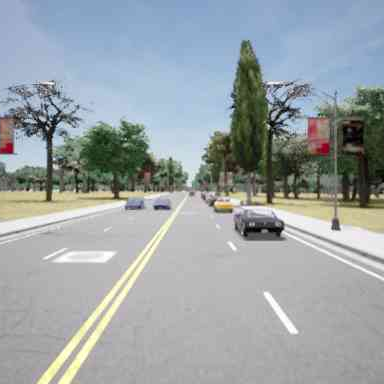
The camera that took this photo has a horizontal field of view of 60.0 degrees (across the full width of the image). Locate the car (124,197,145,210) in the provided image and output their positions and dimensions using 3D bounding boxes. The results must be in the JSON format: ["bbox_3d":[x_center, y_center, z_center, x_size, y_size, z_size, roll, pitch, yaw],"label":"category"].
[{"bbox_3d":[-6.587,1.303,38.851,1.812,1.442,4.674,0,0,0],"label":"car"}]

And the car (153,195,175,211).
[{"bbox_3d":[-3.343,1.328,38.279,2.033,1.411,5.357,0,0,0],"label":"car"}]

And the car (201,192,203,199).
[{"bbox_3d":[3.258,1.018,67.725,1.812,1.442,4.674,0,1,0],"label":"car"}]

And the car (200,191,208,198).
[{"bbox_3d":[3.261,0.648,89.724,1.882,1.535,5.008,0,1,0],"label":"car"}]

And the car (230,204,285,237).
[{"bbox_3d":[3.352,1.514,17.560,1.895,1.301,4.718,0,0,0],"label":"car"}]

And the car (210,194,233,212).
[{"bbox_3d":[3.254,1.259,34.921,1.801,1.575,5.366,0,0,0],"label":"car"}]

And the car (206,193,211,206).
[{"bbox_3d":[3.255,1.234,45.731,1.837,1.490,4.892,0,0,0],"label":"car"}]

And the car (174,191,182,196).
[{"bbox_3d":[-3.241,0.464,79.026,1.812,1.442,4.674,0,1,0],"label":"car"}]

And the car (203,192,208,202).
[{"bbox_3d":[3.257,1.084,56.918,1.801,1.575,5.366,0,1,0],"label":"car"}]
